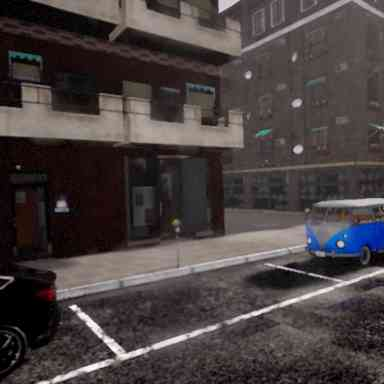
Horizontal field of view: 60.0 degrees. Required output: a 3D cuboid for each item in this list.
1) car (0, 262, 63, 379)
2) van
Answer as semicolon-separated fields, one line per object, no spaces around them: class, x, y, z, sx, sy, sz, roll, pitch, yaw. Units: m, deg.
car;-3.799;1.587;3.866;4.313;1.339;1.947;-2;0;-35
van;5.189;1.118;10.278;3.998;1.788;1.690;-2;0;-35
